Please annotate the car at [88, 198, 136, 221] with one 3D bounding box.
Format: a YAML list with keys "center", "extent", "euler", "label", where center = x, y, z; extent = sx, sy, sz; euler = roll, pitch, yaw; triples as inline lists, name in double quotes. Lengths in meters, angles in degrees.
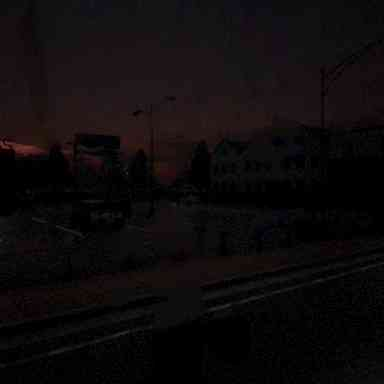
- center: [-6.309, 1.265, 25.846]
  extent: [2.007, 1.523, 4.514]
  euler: [0, 0, -36]
  label: "car"

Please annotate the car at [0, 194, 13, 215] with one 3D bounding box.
- center: [-17.782, 1.099, 29.943]
  extent: [1.932, 1.855, 4.605]
  euler: [0, 0, -36]
  label: "car"

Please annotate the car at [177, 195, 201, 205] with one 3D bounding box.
- center: [-0.496, 1.209, 50.304]
  extent: [1.812, 1.442, 4.674]
  euler: [0, 0, -35]
  label: "car"

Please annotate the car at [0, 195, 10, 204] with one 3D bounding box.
- center: [-39.042, 1.463, 66.216]
  extent: [4.611, 1.667, 2.242]
  euler: [0, 0, -36]
  label: "car"

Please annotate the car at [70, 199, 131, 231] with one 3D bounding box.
- center: [-5.183, 1.218, 17.982]
  extent: [1.970, 1.475, 3.806]
  euler: [0, 0, -36]
  label: "car"

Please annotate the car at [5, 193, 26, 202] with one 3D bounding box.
- center: [-38.813, 1.274, 73.344]
  extent: [3.866, 1.878, 1.905]
  euler: [0, 0, -36]
  label: "car"

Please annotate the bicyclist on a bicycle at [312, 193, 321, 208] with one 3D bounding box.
- center: [13.803, 0.965, 36.915]
  extent: [1.656, 1.620, 0.582]
  euler: [-1, 0, -35]
  label: "bicyclist on a bicycle"

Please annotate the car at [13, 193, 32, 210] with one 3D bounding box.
- center: [-19.692, 1.062, 38.253]
  extent: [1.905, 1.878, 3.866]
  euler: [0, 0, -36]
  label: "car"
